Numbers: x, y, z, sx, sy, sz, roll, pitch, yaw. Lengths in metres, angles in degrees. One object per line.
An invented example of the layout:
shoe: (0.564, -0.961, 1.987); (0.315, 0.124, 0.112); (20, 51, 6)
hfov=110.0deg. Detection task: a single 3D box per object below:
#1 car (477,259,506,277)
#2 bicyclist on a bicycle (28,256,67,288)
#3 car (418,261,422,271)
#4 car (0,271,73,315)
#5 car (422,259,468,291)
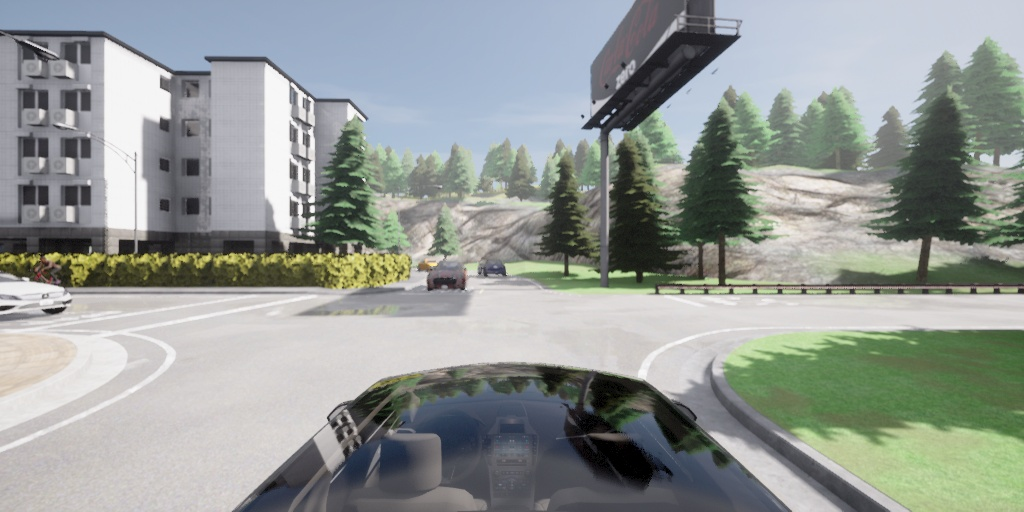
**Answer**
car: (-2.081, 1.046, 35.174); (2.097, 1.767, 4.553); (0, 0, -15)
bicyclist on a bicycle: (-23.006, 0.848, 17.738); (0.582, 1.620, 1.656); (0, 0, -1)
car: (-10.120, 1.156, 44.343); (1.882, 1.535, 5.008); (0, 0, -32)
car: (-15.822, 1.085, 10.362); (4.674, 1.442, 1.812); (0, 0, -1)
car: (-3.739, 1.069, 21.354); (2.097, 1.767, 4.553); (0, 0, -4)
